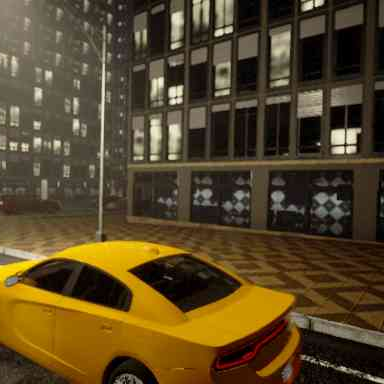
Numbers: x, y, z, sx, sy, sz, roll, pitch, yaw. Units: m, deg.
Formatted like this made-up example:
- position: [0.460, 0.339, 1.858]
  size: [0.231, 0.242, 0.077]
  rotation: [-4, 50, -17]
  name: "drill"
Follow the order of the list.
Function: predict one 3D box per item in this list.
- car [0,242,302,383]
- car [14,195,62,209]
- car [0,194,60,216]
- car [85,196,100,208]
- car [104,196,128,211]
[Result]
- position: [-1.140, 1.428, 4.482]
  size: [5.008, 1.535, 1.882]
  rotation: [1, 1, 35]
  name: "car"
- position: [-17.920, 1.119, 38.968]
  size: [1.752, 1.417, 4.829]
  rotation: [2, 0, 36]
  name: "car"
- position: [-14.393, 1.113, 29.603]
  size: [2.192, 1.841, 5.009]
  rotation: [2, 0, 36]
  name: "car"
- position: [-11.497, 1.216, 43.327]
  size: [1.882, 1.535, 5.008]
  rotation: [2, 1, 36]
  name: "car"
- position: [-7.627, 1.426, 38.837]
  size: [1.752, 1.417, 4.829]
  rotation: [2, 0, 36]
  name: "car"
